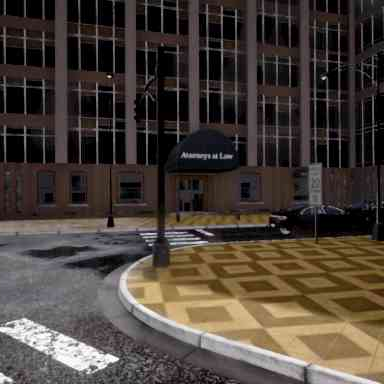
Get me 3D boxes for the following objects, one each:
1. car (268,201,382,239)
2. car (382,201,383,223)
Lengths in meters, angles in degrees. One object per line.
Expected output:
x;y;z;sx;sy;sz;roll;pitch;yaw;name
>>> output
6.082;1.309;15.891;4.902;1.511;2.128;0;0;-14;car
10.564;1.283;19.935;4.902;1.511;2.128;0;0;-14;car
